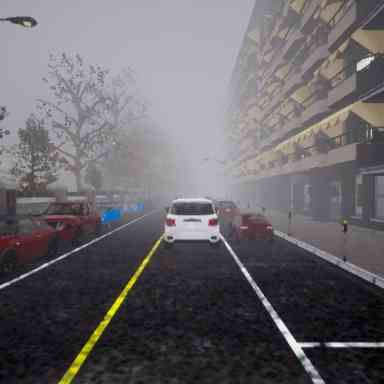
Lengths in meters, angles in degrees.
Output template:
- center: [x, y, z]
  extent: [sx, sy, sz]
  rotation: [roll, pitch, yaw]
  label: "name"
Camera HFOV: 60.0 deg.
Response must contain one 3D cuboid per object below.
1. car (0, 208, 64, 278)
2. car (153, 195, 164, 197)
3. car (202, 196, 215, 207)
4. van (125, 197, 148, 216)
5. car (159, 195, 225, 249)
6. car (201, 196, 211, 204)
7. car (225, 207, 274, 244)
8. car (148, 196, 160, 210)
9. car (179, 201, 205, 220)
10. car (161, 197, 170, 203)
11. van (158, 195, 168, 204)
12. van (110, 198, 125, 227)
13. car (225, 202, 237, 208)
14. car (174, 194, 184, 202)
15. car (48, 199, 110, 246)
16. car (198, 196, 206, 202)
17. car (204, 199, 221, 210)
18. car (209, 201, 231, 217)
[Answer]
- center: [-5.689, 1.447, 9.949]
  extent: [1.967, 1.590, 4.097]
  rotation: [0, 0, 0]
  label: "car"
- center: [-5.690, 1.394, 54.993]
  extent: [2.192, 1.841, 5.009]
  rotation: [0, 0, 0]
  label: "car"
- center: [2.690, 1.519, 54.993]
  extent: [1.967, 1.590, 4.097]
  rotation: [0, 0, 0]
  label: "car"
- center: [-5.691, 1.381, 32.472]
  extent: [1.690, 1.788, 3.998]
  rotation: [0, 0, 0]
  label: "van"
- center: [-0.001, 1.272, 14.681]
  extent: [2.150, 2.045, 5.566]
  rotation: [0, 0, 0]
  label: "car"
- center: [2.690, 1.630, 66.423]
  extent: [1.752, 1.417, 4.829]
  rotation: [0, 0, 0]
  label: "car"
- center: [2.690, 1.597, 15.580]
  extent: [1.802, 1.307, 4.206]
  rotation: [0, 0, 0]
  label: "car"
- center: [-5.691, 1.623, 43.733]
  extent: [1.947, 1.339, 4.313]
  rotation: [0, 0, 0]
  label: "car"
- center: [0.000, 1.600, 29.651]
  extent: [2.033, 1.411, 5.357]
  rotation: [0, 0, 0]
  label: "car"
- center: [-5.691, 1.701, 71.883]
  extent: [1.802, 1.307, 4.206]
  rotation: [0, 0, 0]
  label: "car"
- center: [-5.691, 1.446, 66.253]
  extent: [1.690, 1.788, 3.998]
  rotation: [0, 0, 0]
  label: "van"
- center: [-5.690, 1.364, 21.211]
  extent: [1.690, 1.788, 3.998]
  rotation: [0, 0, 0]
  label: "van"
- center: [2.690, 1.472, 26.842]
  extent: [1.967, 1.590, 4.097]
  rotation: [0, 0, 0]
  label: "car"
- center: [-3.000, 1.447, 76.043]
  extent: [2.097, 1.767, 4.553]
  rotation: [0, 0, 0]
  label: "car"
- center: [-5.691, 1.330, 15.581]
  extent: [2.192, 1.841, 5.009]
  rotation: [0, 0, 0]
  label: "car"
- center: [2.352, 1.665, 79.906]
  extent: [1.812, 1.442, 4.674]
  rotation: [0, 0, 0]
  label: "car"
- center: [2.689, 1.623, 43.733]
  extent: [1.947, 1.339, 4.313]
  rotation: [0, 0, 0]
  label: "car"
- center: [2.690, 1.622, 32.472]
  extent: [1.802, 1.307, 4.206]
  rotation: [0, 0, 0]
  label: "car"
